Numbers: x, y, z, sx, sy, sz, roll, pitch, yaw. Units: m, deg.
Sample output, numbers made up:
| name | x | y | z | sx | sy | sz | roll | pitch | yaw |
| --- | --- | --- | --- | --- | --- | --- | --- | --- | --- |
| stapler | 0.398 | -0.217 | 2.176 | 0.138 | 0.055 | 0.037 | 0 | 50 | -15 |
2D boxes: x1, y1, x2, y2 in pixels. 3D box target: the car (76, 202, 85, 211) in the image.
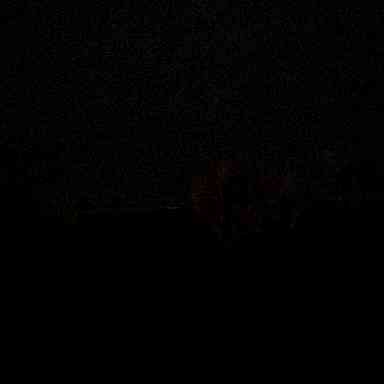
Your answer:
| name | x | y | z | sx | sy | sz | roll | pitch | yaw |
| --- | --- | --- | --- | --- | --- | --- | --- | --- | --- |
| car | -16.445 | 1.916 | 44.590 | 1.994 | 1.385 | 4.181 | -1 | -1 | 36 |

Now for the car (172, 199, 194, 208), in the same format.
| name | x | y | z | sx | sy | sz | roll | pitch | yaw |
| --- | --- | --- | --- | --- | --- | --- | --- | --- | --- |
| car | -0.644 | 2.078 | 60.219 | 2.033 | 1.411 | 5.357 | -1 | -1 | 36 |

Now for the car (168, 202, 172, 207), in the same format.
| name | x | y | z | sx | sy | sz | roll | pitch | yaw |
| --- | --- | --- | --- | --- | --- | --- | --- | --- | --- |
| car | -2.559 | 2.116 | 63.663 | 1.837 | 1.490 | 4.892 | -1 | -2 | 36 |
